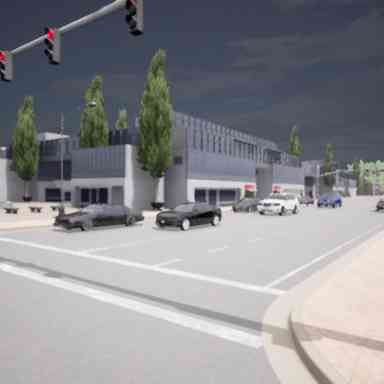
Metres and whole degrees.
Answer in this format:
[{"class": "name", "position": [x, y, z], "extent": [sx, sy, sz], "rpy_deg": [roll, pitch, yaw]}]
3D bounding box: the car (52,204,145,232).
[{"class": "car", "position": [-5.136, 1.379, 19.161], "extent": [2.033, 1.411, 5.357], "rpy_deg": [1, 1, 37]}]

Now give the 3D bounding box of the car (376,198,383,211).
[{"class": "car", "position": [22.312, 1.453, 37.940], "extent": [2.128, 1.511, 4.902], "rpy_deg": [1, 0, 37]}]

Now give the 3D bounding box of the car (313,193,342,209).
[{"class": "car", "position": [18.652, 1.102, 44.890], "extent": [2.150, 2.045, 5.566], "rpy_deg": [1, 0, 37]}]

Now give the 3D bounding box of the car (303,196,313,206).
[{"class": "car", "position": [15.893, 1.204, 47.046], "extent": [1.994, 1.385, 4.181], "rpy_deg": [1, 0, 37]}]

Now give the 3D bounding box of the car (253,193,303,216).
[{"class": "car", "position": [8.115, 1.100, 30.992], "extent": [2.150, 2.045, 5.566], "rpy_deg": [1, 0, 37]}]

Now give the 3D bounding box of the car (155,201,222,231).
[{"class": "car", "position": [-0.086, 1.350, 20.062], "extent": [1.882, 1.535, 5.008], "rpy_deg": [1, 0, 37]}]

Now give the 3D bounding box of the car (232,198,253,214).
[{"class": "car", "position": [5.816, 1.343, 33.761], "extent": [1.837, 1.490, 4.892], "rpy_deg": [1, 0, 37]}]
